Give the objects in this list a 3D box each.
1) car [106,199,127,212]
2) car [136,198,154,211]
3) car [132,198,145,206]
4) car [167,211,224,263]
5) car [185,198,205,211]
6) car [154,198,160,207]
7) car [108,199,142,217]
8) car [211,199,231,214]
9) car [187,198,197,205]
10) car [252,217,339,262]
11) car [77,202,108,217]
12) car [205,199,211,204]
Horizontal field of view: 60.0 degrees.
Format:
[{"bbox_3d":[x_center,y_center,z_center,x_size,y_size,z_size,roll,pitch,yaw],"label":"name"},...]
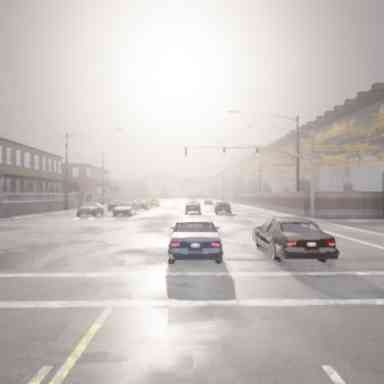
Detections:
[{"bbox_3d":[-10.561,1.832,46.872,1.882,1.535,5.008,0,0,0],"label":"car"},{"bbox_3d":[-7.058,1.845,47.193,2.128,1.511,4.902,0,0,0],"label":"car"},{"bbox_3d":[-10.471,1.972,65.443,1.882,1.535,5.008,0,0,0],"label":"car"},{"bbox_3d":[0.105,1.644,12.345,2.033,1.411,5.357,0,0,0],"label":"car"},{"bbox_3d":[0.118,1.796,40.165,2.128,1.511,4.902,0,0,0],"label":"car"},{"bbox_3d":[-7.002,1.945,61.832,1.882,1.535,5.008,0,0,1],"label":"car"},{"bbox_3d":[-7.076,1.817,35.641,2.033,1.411,5.357,0,0,0],"label":"car"},{"bbox_3d":[3.619,1.811,40.293,1.837,1.490,4.892,0,0,0],"label":"car"},{"bbox_3d":[0.032,2.083,71.750,2.033,1.411,5.357,0,0,0],"label":"car"},{"bbox_3d":[3.605,1.644,12.524,2.033,1.411,5.357,0,0,0],"label":"car"},{"bbox_3d":[-10.575,1.790,35.019,1.812,1.442,4.674,0,0,0],"label":"car"},{"bbox_3d":[3.532,2.141,72.043,1.895,1.301,4.718,0,0,0],"label":"car"}]
